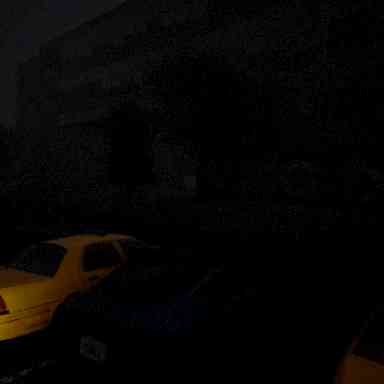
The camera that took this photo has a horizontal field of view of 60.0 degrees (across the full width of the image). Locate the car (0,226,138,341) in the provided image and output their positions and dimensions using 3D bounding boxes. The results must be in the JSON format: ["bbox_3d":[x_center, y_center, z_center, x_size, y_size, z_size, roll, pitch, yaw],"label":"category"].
[{"bbox_3d":[-1.751,1.485,6.756,1.946,1.575,5.366,0,0,35],"label":"car"}]

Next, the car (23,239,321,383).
[{"bbox_3d":[0.432,1.514,5.008,2.163,1.488,4.792,0,0,36],"label":"car"}]

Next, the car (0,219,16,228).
[{"bbox_3d":[-6.429,1.371,9.823,2.185,1.767,4.553,0,0,36],"label":"car"}]
